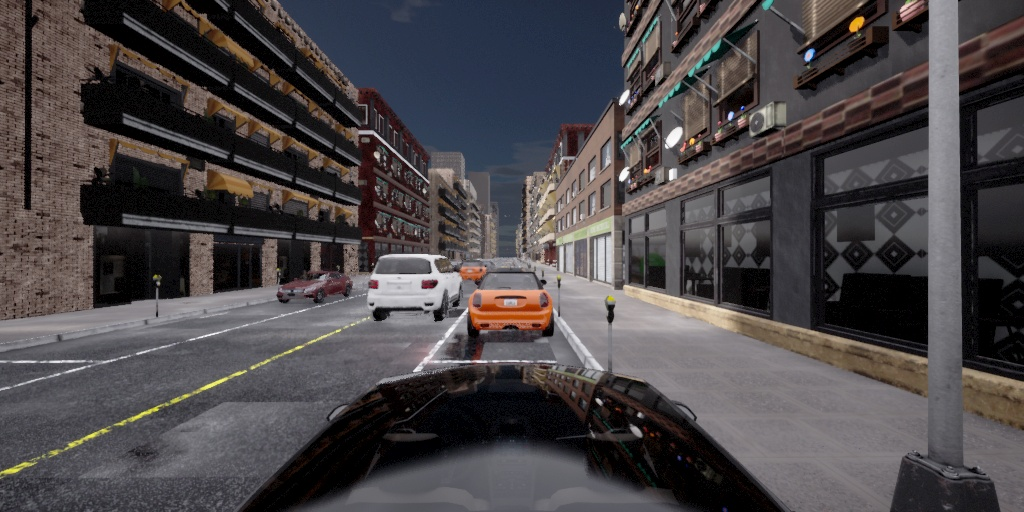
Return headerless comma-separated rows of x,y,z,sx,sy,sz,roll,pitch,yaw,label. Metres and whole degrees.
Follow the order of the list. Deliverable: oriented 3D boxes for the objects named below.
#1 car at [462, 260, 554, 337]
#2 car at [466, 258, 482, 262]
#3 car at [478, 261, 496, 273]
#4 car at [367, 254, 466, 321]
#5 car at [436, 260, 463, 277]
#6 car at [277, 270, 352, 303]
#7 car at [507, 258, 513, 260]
-0.032,1.103,10.469,2.097,1.767,4.553,0,0,0,car
-3.063,1.103,28.192,2.097,1.767,4.553,0,0,0,car
-3.059,1.313,44.400,1.994,1.385,4.181,0,0,0,car
-3.146,0.971,12.666,2.150,2.045,5.566,0,0,0,car
-6.234,1.227,36.549,1.882,1.535,5.008,0,0,0,car
-8.837,1.333,16.462,1.802,1.307,4.207,0,0,0,car
-0.456,1.275,39.173,1.751,1.417,4.829,0,0,0,car
